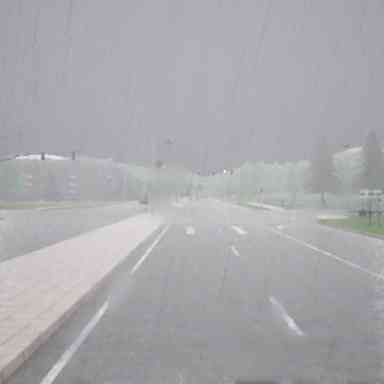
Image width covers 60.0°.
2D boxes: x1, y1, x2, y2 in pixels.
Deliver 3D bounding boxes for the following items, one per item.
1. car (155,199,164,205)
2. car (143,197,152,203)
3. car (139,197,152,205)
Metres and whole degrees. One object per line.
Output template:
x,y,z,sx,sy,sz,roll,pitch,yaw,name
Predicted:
-8.051,2.379,82.328,1.882,1.535,5.008,0,-1,0,car
-11.554,2.065,86.633,1.837,1.490,4.892,0,-1,0,car
-11.550,2.473,80.322,1.895,1.301,4.718,0,-1,0,car
